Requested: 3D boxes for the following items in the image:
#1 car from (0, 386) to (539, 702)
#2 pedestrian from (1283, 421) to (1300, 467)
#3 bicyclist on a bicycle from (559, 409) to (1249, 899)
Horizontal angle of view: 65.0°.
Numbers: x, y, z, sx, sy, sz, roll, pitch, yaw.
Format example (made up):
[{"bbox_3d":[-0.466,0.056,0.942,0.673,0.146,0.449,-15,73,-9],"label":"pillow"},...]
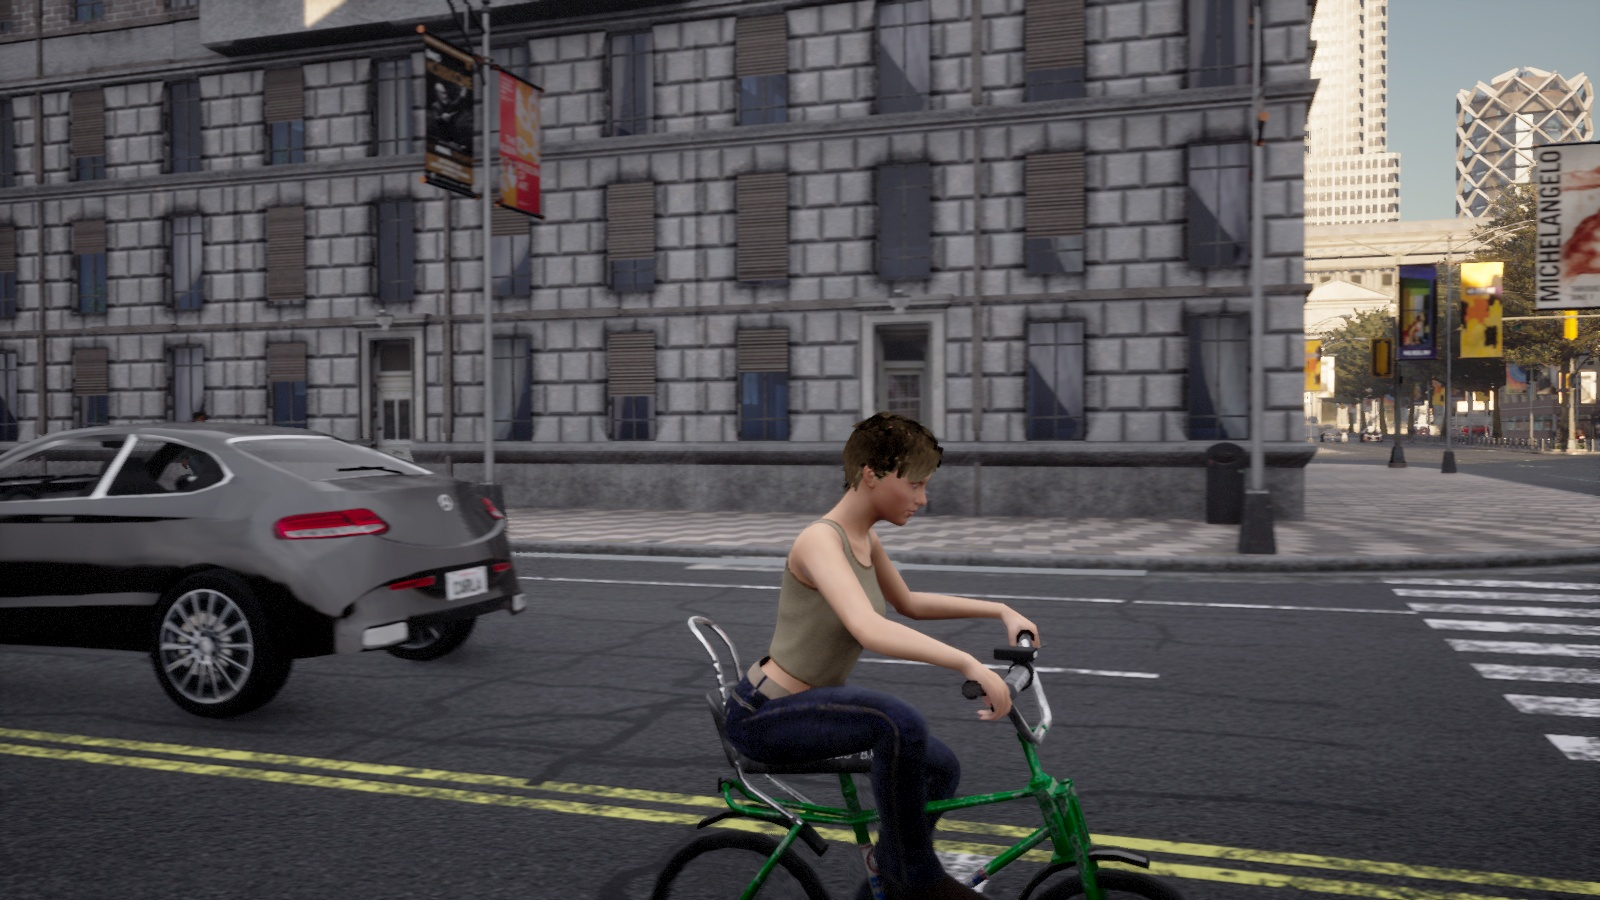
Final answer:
[{"bbox_3d":[-4.511,0.454,8.376,5.027,1.651,2.152,1,1,19],"label":"car"},{"bbox_3d":[19.477,-0.241,49.765,0.354,1.836,0.706,0,1,-6],"label":"pedestrian"},{"bbox_3d":[0.292,0.715,3.097,1.509,1.612,0.866,1,1,19],"label":"bicyclist on a bicycle"}]
